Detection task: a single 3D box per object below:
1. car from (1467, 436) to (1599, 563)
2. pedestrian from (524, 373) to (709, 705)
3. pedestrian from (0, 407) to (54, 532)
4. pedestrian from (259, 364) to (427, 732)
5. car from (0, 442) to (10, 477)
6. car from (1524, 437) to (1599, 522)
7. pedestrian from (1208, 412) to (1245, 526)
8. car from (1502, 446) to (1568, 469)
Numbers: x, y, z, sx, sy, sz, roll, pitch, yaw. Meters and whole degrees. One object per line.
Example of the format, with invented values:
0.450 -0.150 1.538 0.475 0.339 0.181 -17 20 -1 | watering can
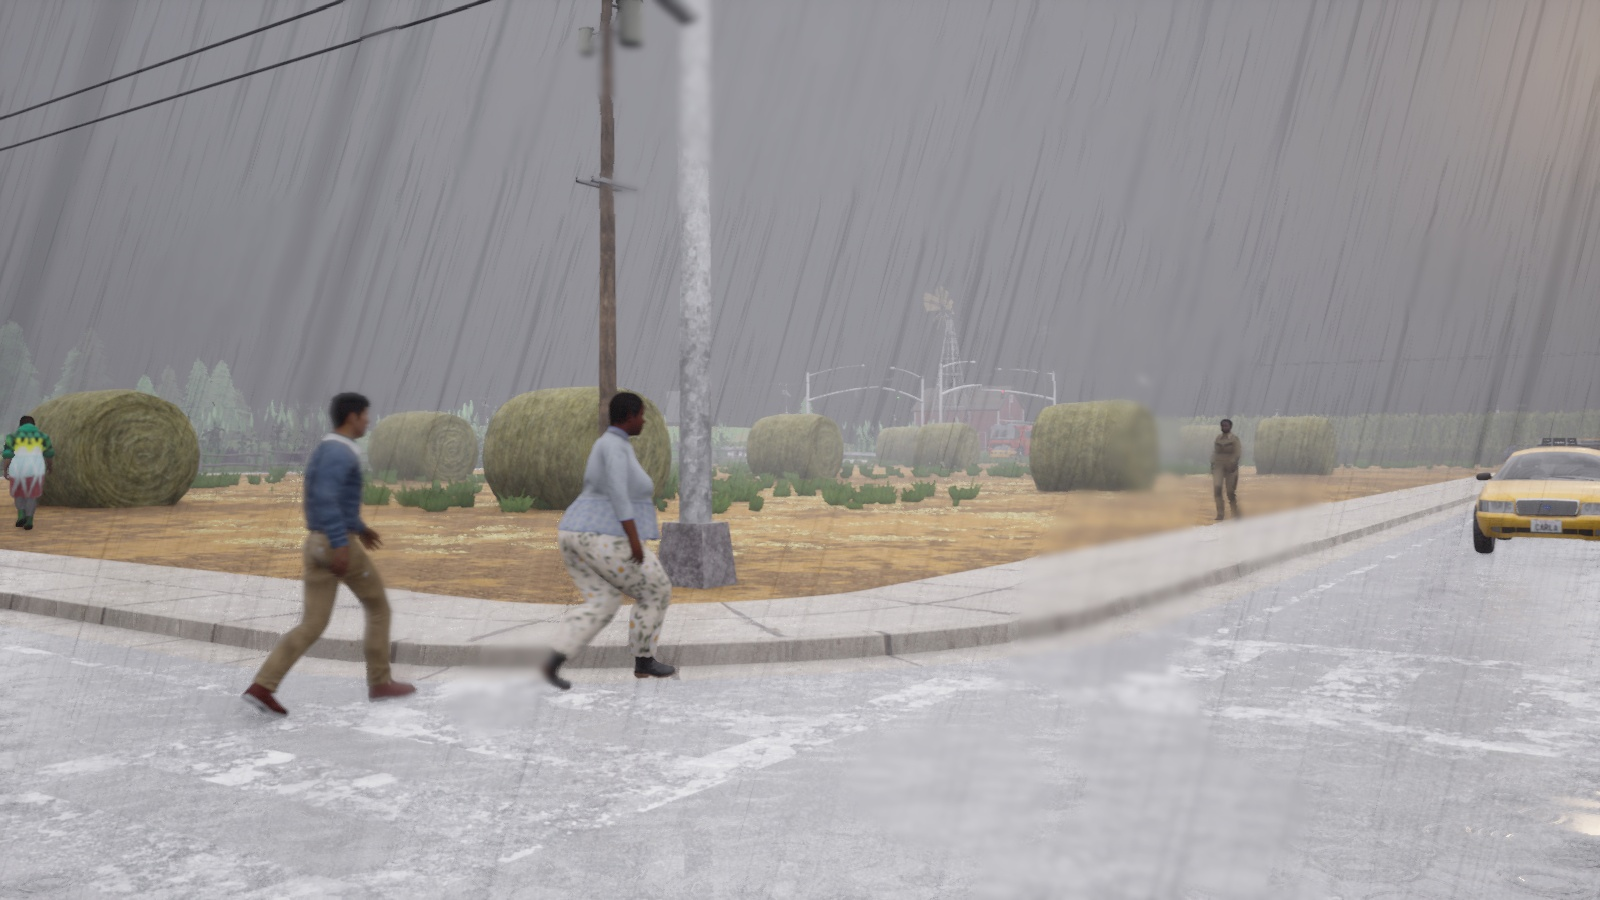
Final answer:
10.912 0.611 18.047 1.801 1.575 5.366 0 0 34 | car
-1.129 0.495 7.607 0.900 1.855 0.874 0 0 -25 | pedestrian
-12.375 0.303 20.084 0.659 1.952 0.873 0 0 -38 | pedestrian
-2.563 0.519 7.062 0.788 1.949 0.423 0 0 -41 | pedestrian
-37.208 0.409 54.517 2.007 1.525 4.514 0 0 38 | car
15.997 0.549 25.607 1.851 1.617 3.988 0 0 34 | car
7.328 0.318 21.576 0.396 1.930 0.692 0 0 37 | pedestrian
48.812 0.502 83.386 3.633 1.501 1.845 0 0 35 | car
